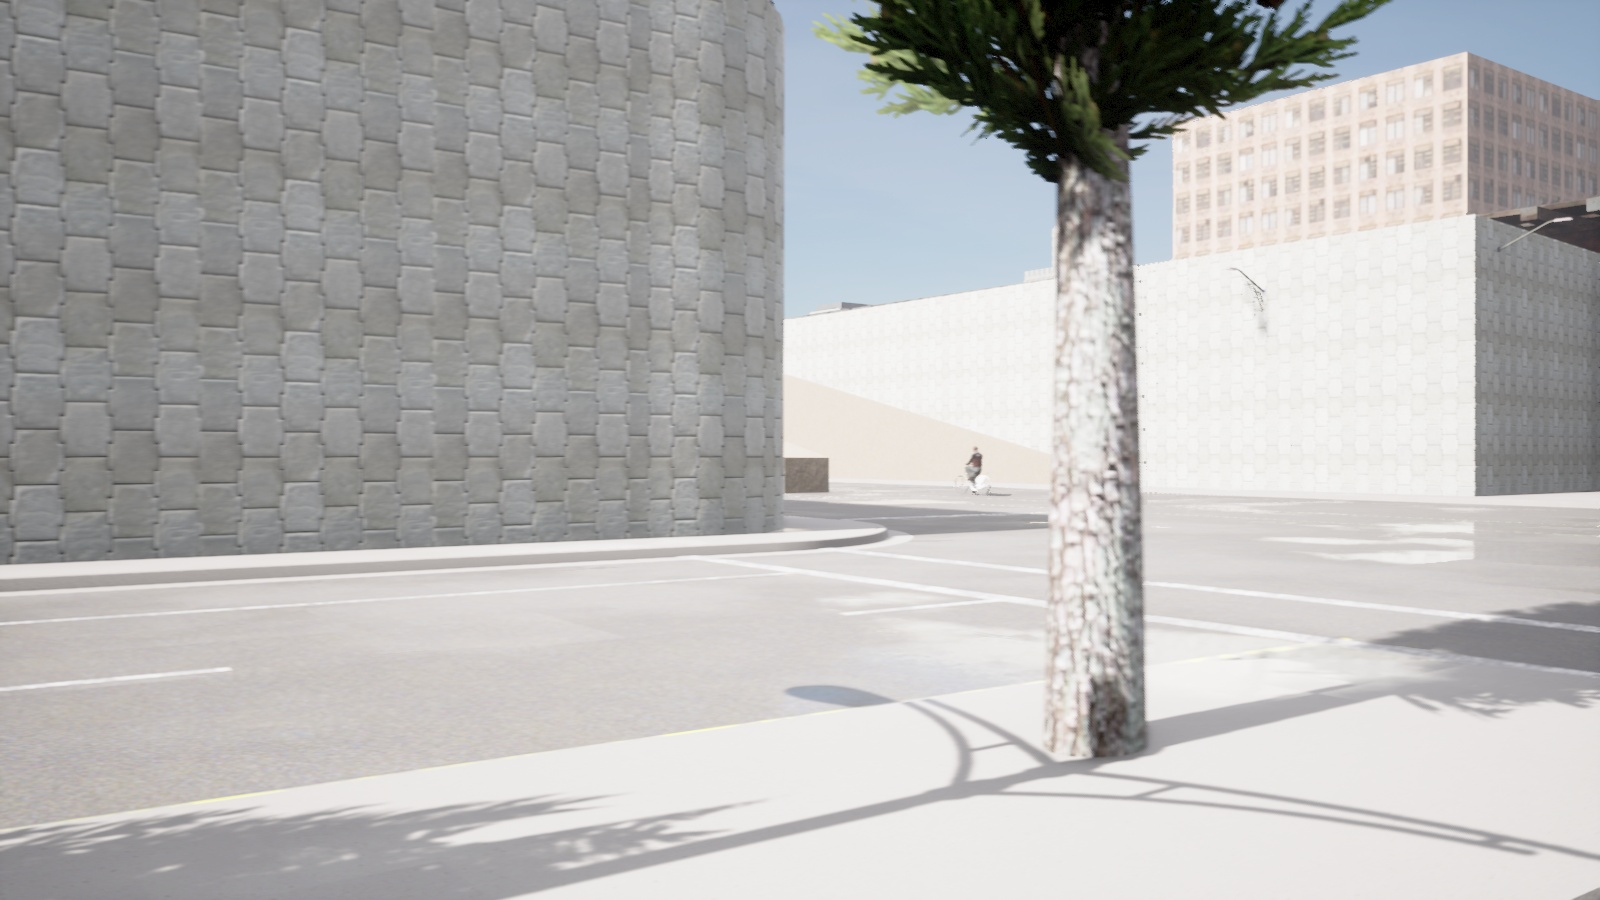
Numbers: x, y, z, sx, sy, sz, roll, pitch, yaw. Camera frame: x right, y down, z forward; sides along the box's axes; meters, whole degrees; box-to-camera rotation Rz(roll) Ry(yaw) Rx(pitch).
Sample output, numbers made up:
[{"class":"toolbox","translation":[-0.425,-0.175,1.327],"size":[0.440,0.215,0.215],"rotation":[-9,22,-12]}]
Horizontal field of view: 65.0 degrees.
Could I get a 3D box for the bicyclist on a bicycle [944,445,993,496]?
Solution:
[{"class":"bicyclist on a bicycle","translation":[5.976,0.712,44.537],"size":[0.659,1.776,1.843],"rotation":[0,0,-34]}]
